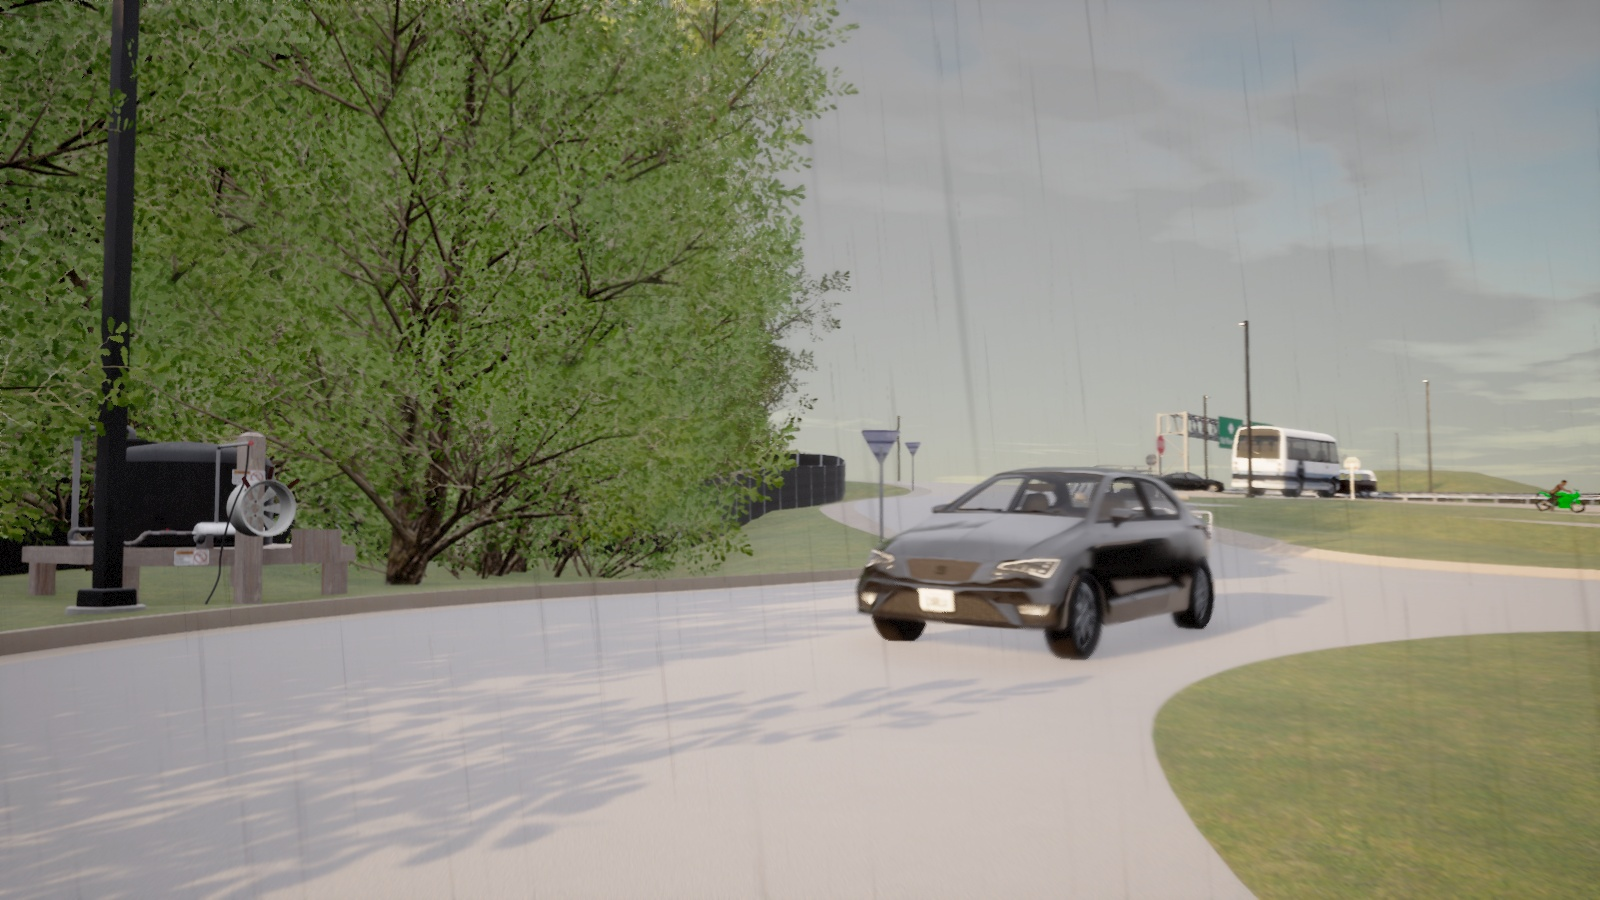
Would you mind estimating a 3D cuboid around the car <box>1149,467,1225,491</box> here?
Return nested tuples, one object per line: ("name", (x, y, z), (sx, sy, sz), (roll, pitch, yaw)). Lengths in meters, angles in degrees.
("car", (27.710, 2.112, 90.142), (5.008, 1.535, 1.882), (1, -3, 11))

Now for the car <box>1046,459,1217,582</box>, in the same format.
("car", (5.484, 1.152, 21.388), (1.932, 1.855, 4.605), (0, -2, 3))

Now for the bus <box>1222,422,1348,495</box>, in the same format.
("bus", (31.045, 0.617, 80.059), (3.944, 4.253, 10.273), (1, -1, 42))

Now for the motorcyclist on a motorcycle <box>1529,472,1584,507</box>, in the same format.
("motorcyclist on a motorcycle", (35.000, 1.836, 58.101), (2.044, 1.523, 0.797), (1, -2, 42))

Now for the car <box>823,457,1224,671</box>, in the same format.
("car", (2.137, 0.858, 10.927), (1.816, 1.474, 4.193), (0, -2, 35))

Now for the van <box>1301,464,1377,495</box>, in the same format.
("van", (37.930, 2.098, 88.411), (4.480, 2.038, 2.069), (2, -2, 3))
